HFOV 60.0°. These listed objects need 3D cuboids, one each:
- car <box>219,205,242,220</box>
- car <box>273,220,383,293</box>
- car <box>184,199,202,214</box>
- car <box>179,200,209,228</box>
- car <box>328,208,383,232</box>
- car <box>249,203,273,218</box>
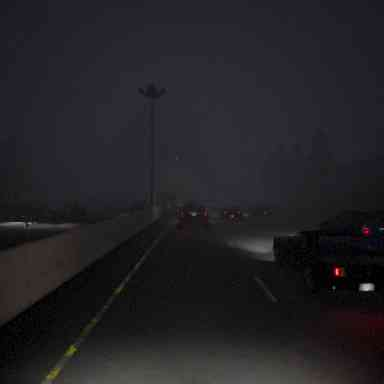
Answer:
[{"bbox_3d":[3.635,1.925,32.258,1.895,1.301,4.718,0,-1,0],"label":"car"},{"bbox_3d":[3.609,1.693,9.080,1.895,1.301,4.718,0,-1,0],"label":"car"},{"bbox_3d":[0.145,1.765,41.309,2.097,1.767,4.553,0,-1,0],"label":"car"},{"bbox_3d":[0.129,1.602,24.730,2.097,1.767,4.553,0,0,0],"label":"car"},{"bbox_3d":[7.116,1.495,14.096,2.097,1.767,4.553,0,-1,0],"label":"car"},{"bbox_3d":[7.138,1.876,34.843,1.812,1.442,4.674,0,-1,0],"label":"car"}]
